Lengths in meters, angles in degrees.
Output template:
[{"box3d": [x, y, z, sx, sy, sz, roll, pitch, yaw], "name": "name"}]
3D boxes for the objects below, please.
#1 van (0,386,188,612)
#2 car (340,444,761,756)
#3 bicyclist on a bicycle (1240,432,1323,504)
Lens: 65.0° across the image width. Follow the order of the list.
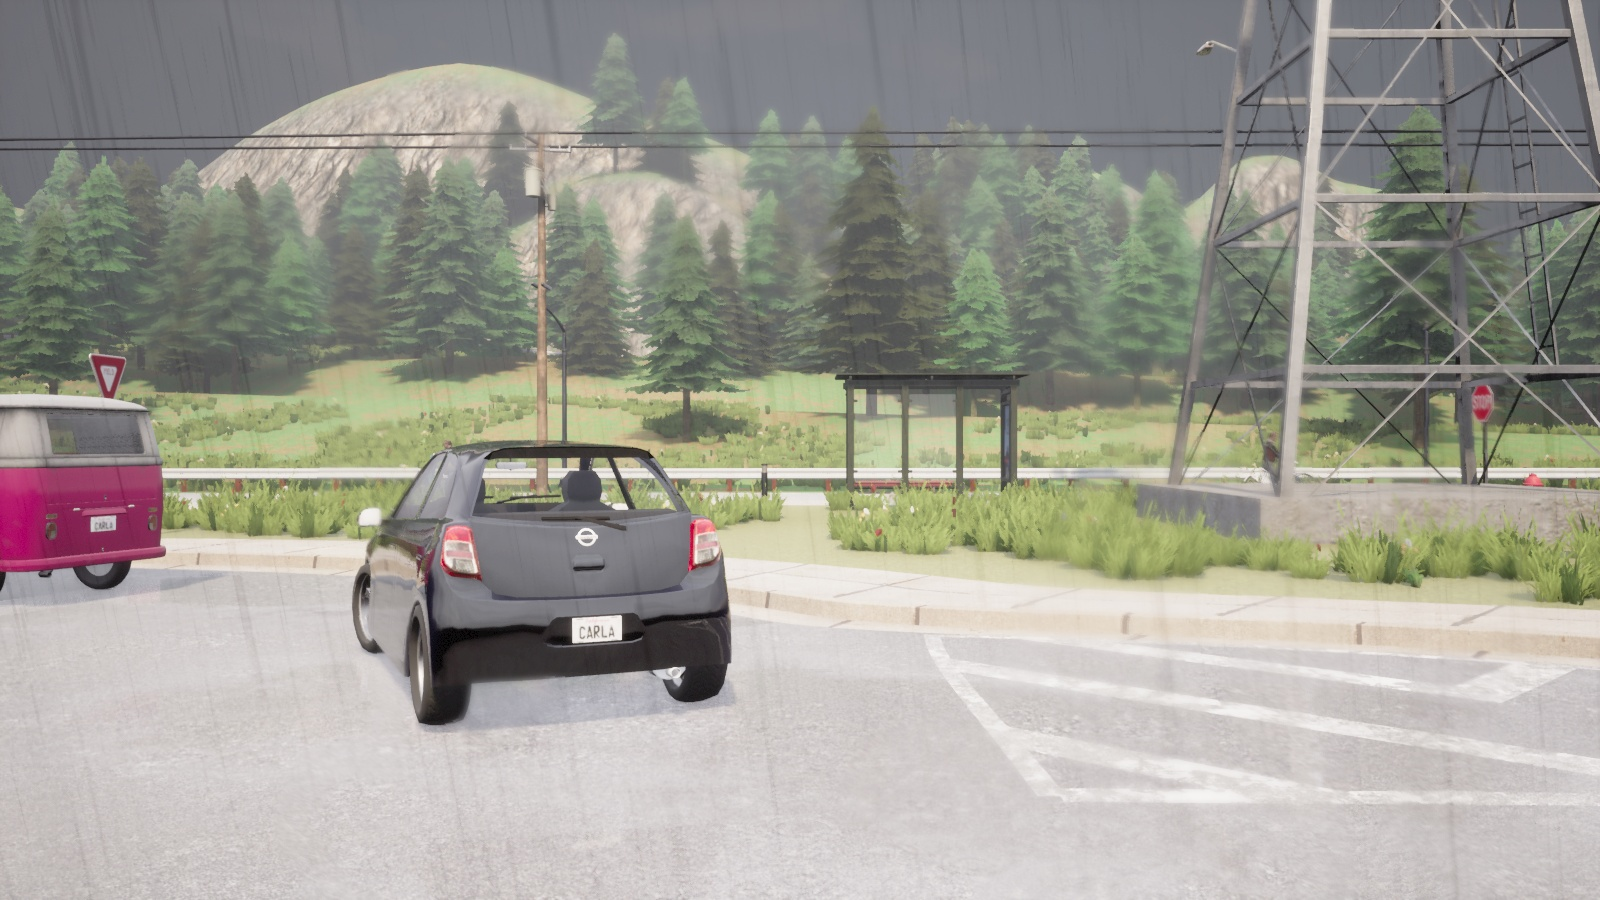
[{"box3d": [-8.610, 0.422, 12.534, 4.442, 1.987, 1.775, 0, 0, 16], "name": "van"}, {"box3d": [-1.817, 0.713, 8.088, 1.845, 1.501, 3.633, 0, 0, -25], "name": "car"}, {"box3d": [12.133, 0.448, 31.649, 1.843, 1.776, 0.659, 0, 0, 1], "name": "bicyclist on a bicycle"}]
